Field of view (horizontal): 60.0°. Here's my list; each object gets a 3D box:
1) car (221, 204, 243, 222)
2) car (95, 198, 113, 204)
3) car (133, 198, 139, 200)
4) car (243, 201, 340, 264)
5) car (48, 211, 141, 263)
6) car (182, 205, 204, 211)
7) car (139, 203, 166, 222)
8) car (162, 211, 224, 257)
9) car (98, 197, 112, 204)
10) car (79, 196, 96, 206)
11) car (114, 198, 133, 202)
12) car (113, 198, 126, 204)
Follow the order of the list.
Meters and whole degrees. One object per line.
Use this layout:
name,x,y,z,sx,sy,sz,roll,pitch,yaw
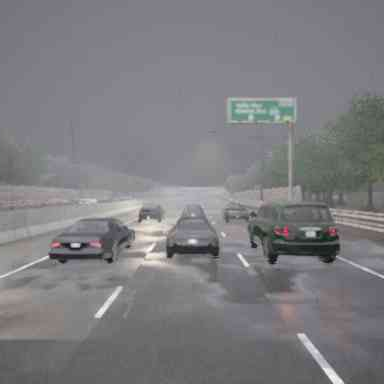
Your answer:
car,3.611,1.732,28.395,2.128,1.511,4.902,0,0,1
car,-17.045,2.103,65.891,1.895,1.301,4.718,0,0,1
car,-13.377,2.089,77.213,2.128,1.511,4.902,0,0,1
car,3.532,1.342,12.515,2.150,2.045,5.566,0,0,1
car,-3.469,1.664,12.476,2.033,1.411,5.357,0,0,1
car,0.116,1.804,28.444,1.994,1.385,4.181,0,0,1
car,-3.389,1.746,28.429,1.837,1.490,4.892,0,0,1
car,0.046,1.690,13.484,1.994,1.385,4.181,0,0,1
car,-20.370,2.045,77.742,1.882,1.535,5.008,0,0,1
car,-20.544,1.732,65.923,2.150,2.045,5.566,0,0,1
car,-13.549,2.065,65.882,1.994,1.385,4.181,0,0,1
car,-16.877,2.064,77.269,1.837,1.490,4.892,0,0,1
